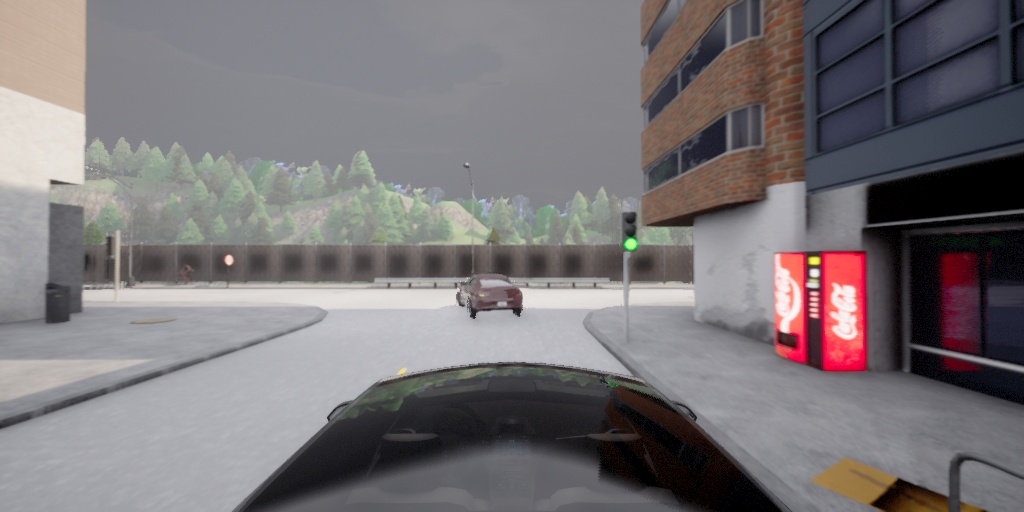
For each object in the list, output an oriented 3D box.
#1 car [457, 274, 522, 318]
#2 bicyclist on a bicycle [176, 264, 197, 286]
[{"bbox_3d":[-0.940,1.413,13.805,1.812,1.442,4.674,1,-1,-16],"label":"car"},{"bbox_3d":[-24.196,1.383,26.675,0.582,1.620,1.656,0,0,0],"label":"bicyclist on a bicycle"}]
